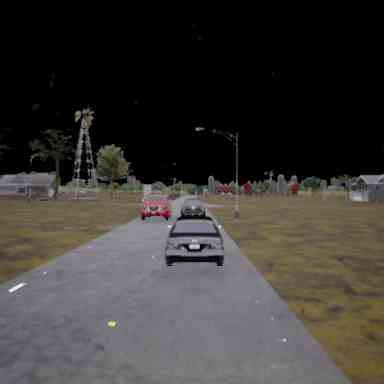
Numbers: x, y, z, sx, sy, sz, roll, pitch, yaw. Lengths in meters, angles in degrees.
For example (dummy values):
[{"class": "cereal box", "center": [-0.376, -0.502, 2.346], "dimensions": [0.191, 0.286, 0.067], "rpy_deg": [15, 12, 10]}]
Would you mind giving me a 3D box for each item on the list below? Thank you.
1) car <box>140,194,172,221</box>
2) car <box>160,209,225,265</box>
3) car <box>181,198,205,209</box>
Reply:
[{"class": "car", "center": [-2.839, 1.202, 27.494], "dimensions": [2.150, 2.045, 5.566], "rpy_deg": [0, 0, 0]}, {"class": "car", "center": [0.085, 1.546, 11.662], "dimensions": [2.033, 1.411, 5.357], "rpy_deg": [0, 0, 0]}, {"class": "car", "center": [0.096, 1.329, 29.491], "dimensions": [2.097, 1.767, 4.553], "rpy_deg": [0, 0, 0]}]
